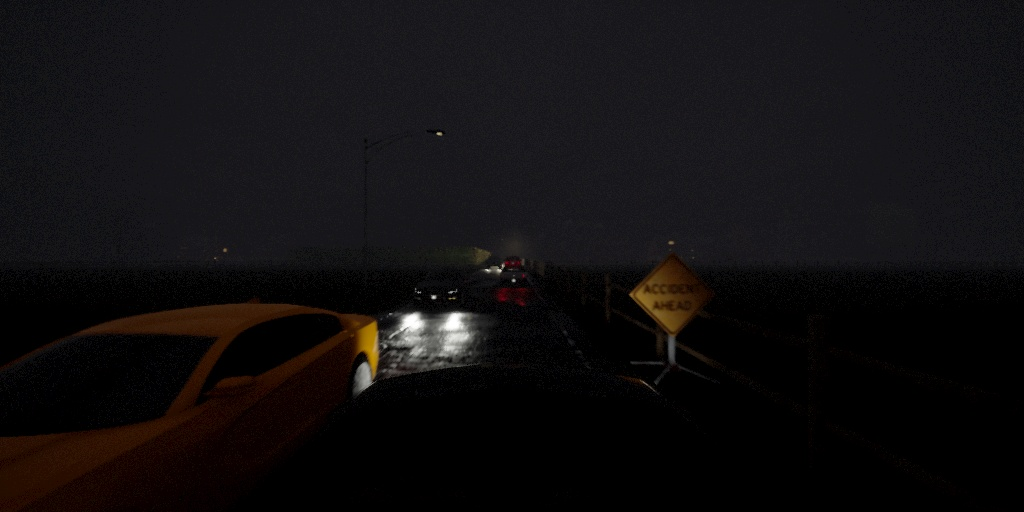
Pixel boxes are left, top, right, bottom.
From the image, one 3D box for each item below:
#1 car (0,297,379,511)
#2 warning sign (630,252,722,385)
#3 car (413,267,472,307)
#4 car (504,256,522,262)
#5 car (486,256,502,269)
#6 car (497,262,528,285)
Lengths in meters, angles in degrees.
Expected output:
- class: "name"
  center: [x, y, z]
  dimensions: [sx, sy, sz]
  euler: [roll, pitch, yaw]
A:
- class: "car"
  center: [-2.849, 1.225, 3.149]
  dimensions: [1.882, 1.535, 5.008]
  euler: [0, 0, 0]
- class: "warning sign"
  center: [2.451, 0.863, 5.492]
  dimensions: [1.300, 1.860, 1.060]
  euler: [0, 0, 0]
- class: "car"
  center: [-2.826, 1.246, 15.428]
  dimensions: [1.837, 1.490, 4.892]
  euler: [0, 0, 0]
- class: "car"
  center: [0.129, 0.983, 46.057]
  dimensions: [2.150, 2.045, 5.566]
  euler: [0, 0, 0]
- class: "car"
  center: [-2.773, 0.992, 55.906]
  dimensions: [2.150, 2.045, 5.566]
  euler: [0, 0, 1]
- class: "car"
  center: [0.122, 1.346, 26.012]
  dimensions: [1.895, 1.301, 4.718]
  euler: [0, 0, 0]
